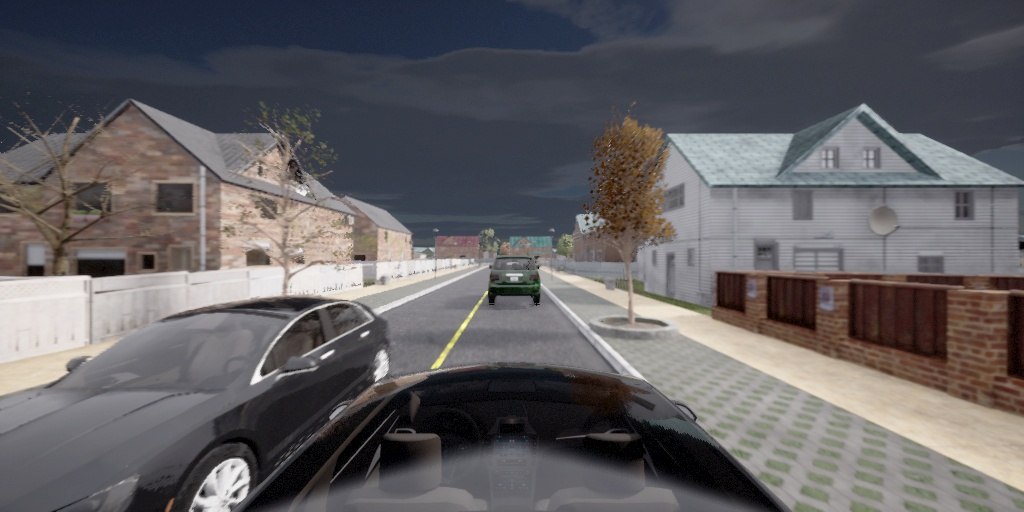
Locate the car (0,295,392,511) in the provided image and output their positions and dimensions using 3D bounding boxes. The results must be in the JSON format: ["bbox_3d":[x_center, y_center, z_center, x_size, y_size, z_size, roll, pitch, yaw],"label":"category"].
[{"bbox_3d":[-2.822,1.257,3.861,1.837,1.490,4.892,0,-1,0],"label":"car"}]

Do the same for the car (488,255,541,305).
[{"bbox_3d":[0.110,0.976,16.329,2.150,2.045,5.566,0,0,0],"label":"car"}]
